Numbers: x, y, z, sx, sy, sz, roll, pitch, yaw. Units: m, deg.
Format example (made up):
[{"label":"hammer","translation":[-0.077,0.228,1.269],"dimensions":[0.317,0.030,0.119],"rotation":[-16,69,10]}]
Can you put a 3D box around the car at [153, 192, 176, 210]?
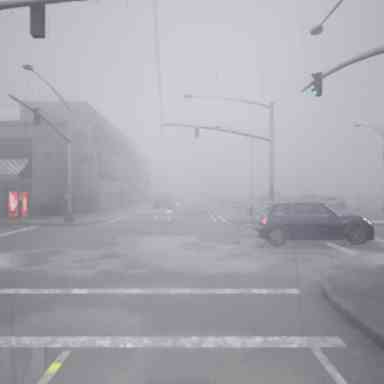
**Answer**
[{"label":"car","translation":[-3.588,1.079,41.630],"dimensions":[2.150,2.045,5.566],"rotation":[0,0,0]}]

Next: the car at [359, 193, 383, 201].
[{"label":"car","translation":[39.979,1.092,73.570],"dimensions":[5.027,1.636,2.152],"rotation":[0,0,0]}]

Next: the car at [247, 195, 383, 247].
[{"label":"car","translation":[4.794,1.138,13.458],"dimensions":[4.553,1.767,2.097],"rotation":[-1,0,0]}]

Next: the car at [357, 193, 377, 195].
[{"label":"car","translation":[32.305,1.122,61.724],"dimensions":[3.633,1.501,1.845],"rotation":[0,0,0]}]

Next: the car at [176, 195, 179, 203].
[{"label":"car","translation":[-3.506,1.258,63.602],"dimensions":[1.882,1.535,5.008],"rotation":[0,0,0]}]

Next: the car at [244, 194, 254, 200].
[{"label":"car","translation":[13.893,1.124,76.697],"dimensions":[3.633,1.501,1.845],"rotation":[0,0,0]}]

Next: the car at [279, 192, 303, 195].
[{"label":"car","translation":[14.169,1.022,42.412],"dimensions":[5.027,1.636,2.152],"rotation":[0,0,0]}]

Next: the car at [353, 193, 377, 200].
[{"label":"car","translation":[39.927,1.090,76.707],"dimensions":[4.514,1.523,2.007],"rotation":[0,0,0]}]

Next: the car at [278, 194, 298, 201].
[{"label":"car","translation":[21.313,1.145,73.717],"dimensions":[3.806,1.475,1.970],"rotation":[0,0,0]}]

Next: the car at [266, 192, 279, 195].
[{"label":"car","translation":[14.168,0.901,55.206],"dimensions":[3.866,1.878,1.905],"rotation":[0,0,0]}]

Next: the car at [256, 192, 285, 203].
[{"label":"car","translation":[13.756,0.912,58.112],"dimensions":[4.605,1.855,1.932],"rotation":[0,0,0]}]
